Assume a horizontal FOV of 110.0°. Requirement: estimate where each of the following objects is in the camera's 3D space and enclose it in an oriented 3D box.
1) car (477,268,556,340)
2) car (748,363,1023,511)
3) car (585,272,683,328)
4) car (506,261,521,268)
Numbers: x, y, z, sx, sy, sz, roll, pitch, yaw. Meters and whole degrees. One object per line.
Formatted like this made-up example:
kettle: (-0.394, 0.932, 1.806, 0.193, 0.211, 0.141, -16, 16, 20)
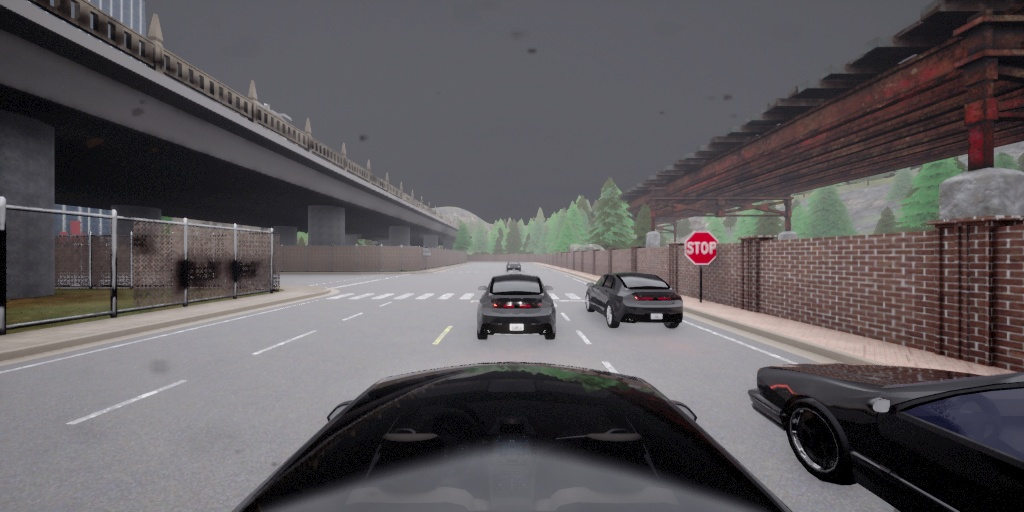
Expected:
car: (0.103, 1.255, 9.977, 1.837, 1.490, 4.892, 0, 0, 0)
car: (3.600, 1.297, 1.588, 2.033, 1.411, 5.357, 0, 0, 0)
car: (3.605, 1.255, 11.334, 1.837, 1.490, 4.892, 0, 0, 0)
car: (0.205, 1.351, 46.264, 1.895, 1.301, 4.718, 0, 0, -1)
